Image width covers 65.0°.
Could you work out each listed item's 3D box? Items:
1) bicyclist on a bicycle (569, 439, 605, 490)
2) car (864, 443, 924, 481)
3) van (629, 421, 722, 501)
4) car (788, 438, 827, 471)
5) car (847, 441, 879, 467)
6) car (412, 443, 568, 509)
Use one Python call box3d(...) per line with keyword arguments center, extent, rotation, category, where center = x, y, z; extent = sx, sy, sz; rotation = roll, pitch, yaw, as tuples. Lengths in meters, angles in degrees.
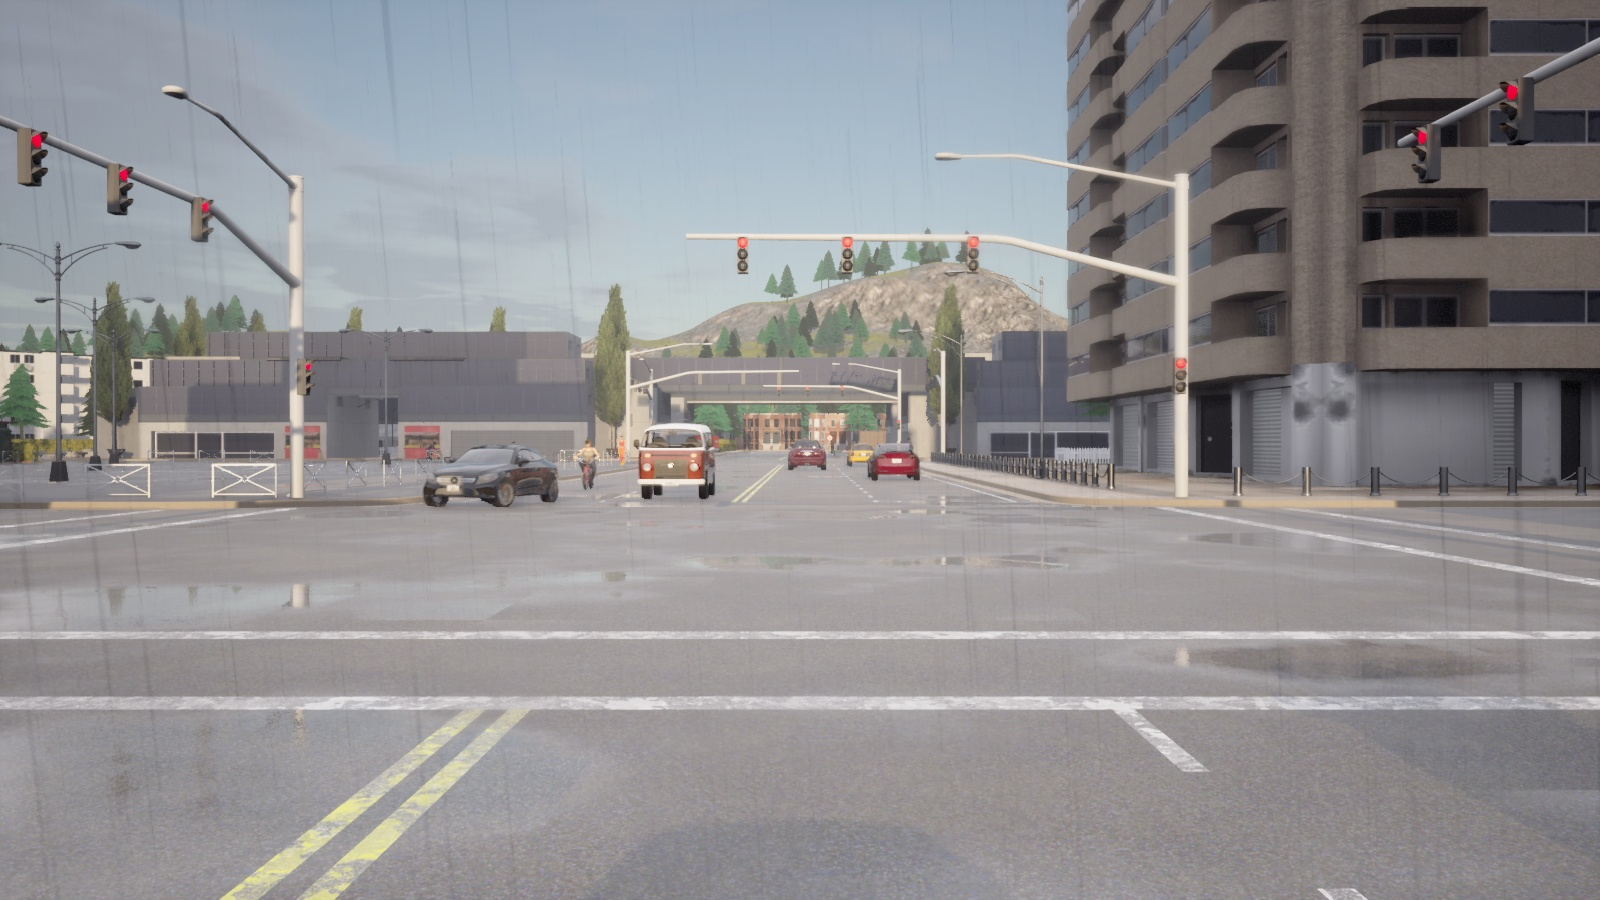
box3d(center=(-6.765, 0.452, 39.941), extent=(0.866, 1.612, 1.509), rotation=(0, 0, 0), category="bicyclist on a bicycle")
box3d(center=(3.802, 0.458, 51.563), extent=(2.163, 1.488, 4.792), rotation=(0, 0, 0), category="car")
box3d(center=(-3.294, 0.275, 34.124), extent=(2.069, 2.038, 4.480), rotation=(0, 0, 0), category="van")
box3d(center=(0.404, 0.211, 69.817), extent=(2.097, 1.767, 4.553), rotation=(0, 0, 0), category="car")
box3d(center=(3.962, 0.236, 80.183), extent=(1.801, 1.575, 5.366), rotation=(0, 0, 0), category="car")
box3d(center=(-7.270, 0.583, 29.988), extent=(1.812, 1.442, 4.674), rotation=(0, 0, 11), category="car")
